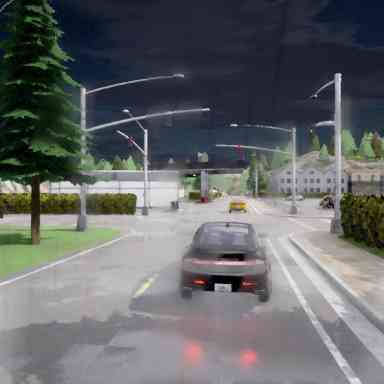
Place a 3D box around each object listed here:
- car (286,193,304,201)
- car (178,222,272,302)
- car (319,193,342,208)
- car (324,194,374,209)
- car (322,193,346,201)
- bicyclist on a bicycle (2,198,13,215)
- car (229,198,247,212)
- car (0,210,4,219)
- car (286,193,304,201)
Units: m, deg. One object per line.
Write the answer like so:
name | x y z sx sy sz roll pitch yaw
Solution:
car | 23.316 1.361 75.614 3.806 1.475 1.970 0 0 8
car | 0.878 1.492 8.337 2.128 1.511 4.902 0 0 8
car | 18.646 1.330 41.677 5.027 1.636 2.152 0 0 8
car | 18.265 1.340 38.563 4.514 1.523 2.007 0 0 8
car | 31.720 1.097 74.483 4.605 1.855 1.932 0 0 8
bicyclist on a bicycle | -17.982 1.453 32.449 0.582 1.620 1.656 0 0 7
car | 5.297 1.477 38.540 1.882 1.535 5.008 0 0 8
car | -16.552 1.564 25.184 4.181 1.385 1.994 0 0 8
car | 24.380 1.077 78.823 3.866 1.878 1.905 0 0 8
